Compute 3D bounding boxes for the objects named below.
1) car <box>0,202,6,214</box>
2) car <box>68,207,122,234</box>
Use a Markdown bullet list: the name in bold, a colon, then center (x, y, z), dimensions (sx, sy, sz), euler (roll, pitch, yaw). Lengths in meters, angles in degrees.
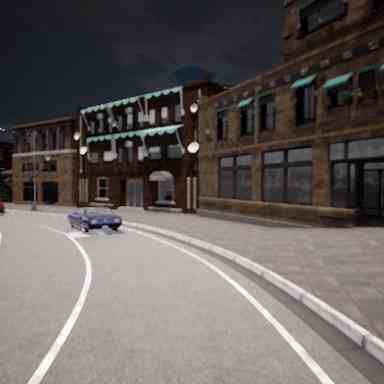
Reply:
- **car**: center (-19.596, 1.384, 31.940), dimensions (4.674, 1.442, 1.812), euler (0, 1, 39)
- **car**: center (-5.723, 1.531, 19.136), dimensions (1.895, 1.301, 4.718), euler (-1, 1, -33)
